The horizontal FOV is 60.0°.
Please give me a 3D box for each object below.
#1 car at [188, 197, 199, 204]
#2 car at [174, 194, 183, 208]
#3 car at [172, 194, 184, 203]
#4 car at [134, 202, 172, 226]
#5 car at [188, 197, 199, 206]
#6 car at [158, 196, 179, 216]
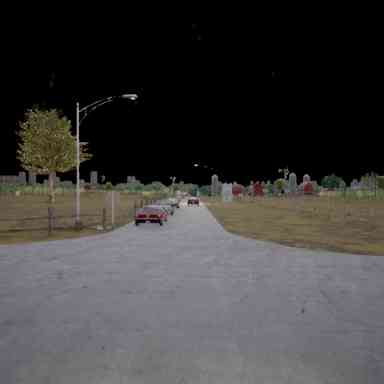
[{"bbox_3d":[0.268,1.618,65.833,1.994,1.385,4.181,0,0,0],"label":"car"},{"bbox_3d":[-2.658,1.499,44.805,1.882,1.535,5.008,0,1,0],"label":"car"},{"bbox_3d":[-2.506,1.197,60.017,1.837,1.490,4.892,0,0,0],"label":"car"},{"bbox_3d":[-2.786,1.608,23.626,1.895,1.301,4.718,0,0,2],"label":"car"},{"bbox_3d":[0.225,1.513,55.410,1.882,1.535,5.008,0,0,0],"label":"car"},{"bbox_3d":[-2.715,1.502,33.175,2.128,1.511,4.902,0,0,0],"label":"car"}]
